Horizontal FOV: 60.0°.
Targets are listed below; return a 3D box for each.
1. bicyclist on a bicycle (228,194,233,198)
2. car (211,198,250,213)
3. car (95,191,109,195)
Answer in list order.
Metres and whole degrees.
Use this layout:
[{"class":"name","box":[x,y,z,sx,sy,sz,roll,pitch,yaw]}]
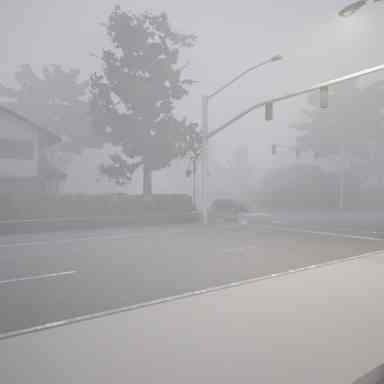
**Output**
[{"class":"bicyclist on a bicycle","box":[5.873,1.176,51.054,1.656,1.620,0.582,0,0,-36]},{"class":"car","box":[4.100,1.416,35.764,1.837,1.490,4.892,0,0,-36]},{"class":"car","box":[-20.439,0.855,75.225,2.150,2.045,5.566,0,0,-36]}]
